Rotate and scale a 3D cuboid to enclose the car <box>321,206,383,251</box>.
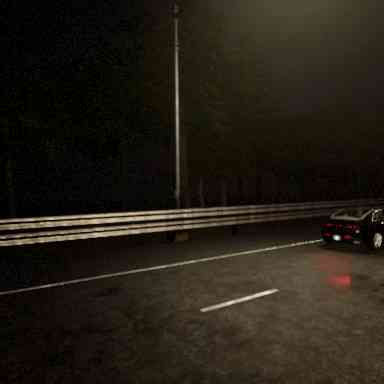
[{"bbox_3d":[7.121,1.320,13.193,4.892,1.490,1.837,-2,1,-35],"label":"car"}]
